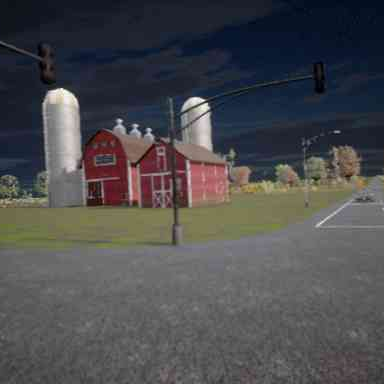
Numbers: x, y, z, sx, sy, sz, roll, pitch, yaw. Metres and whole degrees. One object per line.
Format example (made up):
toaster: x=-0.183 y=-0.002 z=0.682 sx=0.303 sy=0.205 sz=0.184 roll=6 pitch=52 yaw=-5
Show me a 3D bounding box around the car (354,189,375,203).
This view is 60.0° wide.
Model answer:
car: x=20.833 y=0.481 z=40.170 sx=1.837 sy=1.490 sz=4.892 roll=-3 pitch=0 yaw=29
